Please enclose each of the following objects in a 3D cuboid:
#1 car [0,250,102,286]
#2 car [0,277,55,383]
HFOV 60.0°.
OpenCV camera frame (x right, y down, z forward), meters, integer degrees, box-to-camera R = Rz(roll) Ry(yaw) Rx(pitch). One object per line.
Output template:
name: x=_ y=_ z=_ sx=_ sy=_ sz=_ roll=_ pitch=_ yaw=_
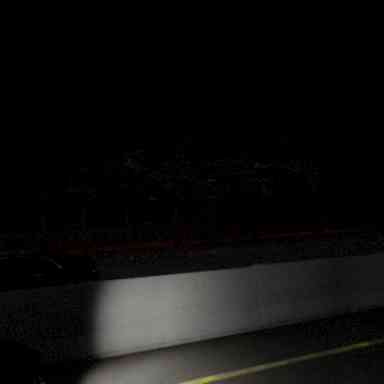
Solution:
car: x=-4.845 y=2.296 z=8.467 sx=4.892 sy=1.490 sz=1.837 roll=-1 pitch=-4 yaw=-20
car: x=-3.805 y=1.865 z=2.619 sx=4.892 sy=1.490 sz=1.837 roll=-1 pitch=-4 yaw=-20
